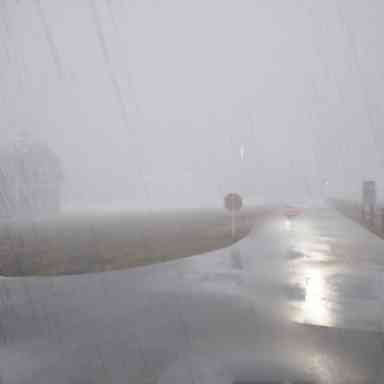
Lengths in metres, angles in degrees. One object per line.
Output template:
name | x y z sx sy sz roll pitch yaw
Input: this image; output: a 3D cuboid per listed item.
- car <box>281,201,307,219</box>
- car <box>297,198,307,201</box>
car | 9.378 1.785 30.794 1.895 1.301 4.718 -2 -1 19
car | 21.368 1.834 64.818 1.895 1.301 4.718 -2 -1 19
